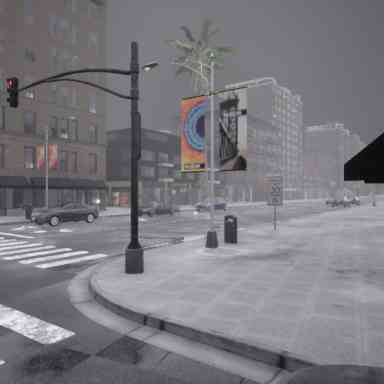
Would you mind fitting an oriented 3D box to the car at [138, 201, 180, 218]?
[{"bbox_3d":[-3.278,1.579,31.509,2.033,1.411,5.357,0,0,35],"label":"car"}]

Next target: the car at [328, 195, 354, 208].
[{"bbox_3d":[23.502,1.475,52.325,2.097,1.767,4.553,0,0,35],"label":"car"}]

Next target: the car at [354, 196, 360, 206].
[{"bbox_3d":[29.172,1.503,60.385,2.097,1.767,4.553,0,0,33],"label":"car"}]

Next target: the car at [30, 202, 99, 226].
[{"bbox_3d":[-8.891,1.520,23.523,1.837,1.490,4.892,0,0,35],"label":"car"}]

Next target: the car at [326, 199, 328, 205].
[{"bbox_3d":[26.363,1.710,62.051,1.994,1.385,4.181,0,0,35],"label":"car"}]

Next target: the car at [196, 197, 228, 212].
[{"bbox_3d":[2.362,1.404,39.523,2.097,1.767,4.553,0,0,35],"label":"car"}]

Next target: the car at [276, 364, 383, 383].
[{"bbox_3d":[2.252,1.551,1.245,4.403,1.369,2.008,0,0,35],"label":"car"}]
